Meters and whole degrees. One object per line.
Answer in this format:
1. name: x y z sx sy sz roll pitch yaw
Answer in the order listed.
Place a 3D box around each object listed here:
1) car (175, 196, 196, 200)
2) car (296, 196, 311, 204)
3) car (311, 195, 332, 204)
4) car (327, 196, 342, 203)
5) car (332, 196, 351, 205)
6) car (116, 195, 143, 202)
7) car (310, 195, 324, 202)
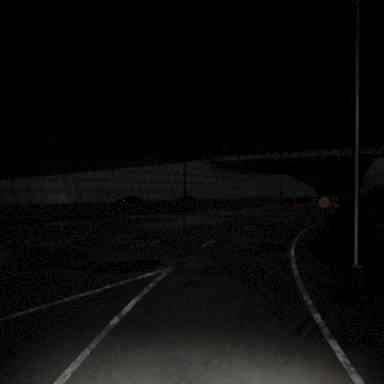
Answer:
1. car: -1.287 1.418 67.737 2.033 1.411 5.357 0 0 34
2. car: 21.370 1.527 63.676 2.128 1.511 4.902 0 0 34
3. car: 24.261 1.600 61.703 2.033 1.411 5.357 0 0 34
4. car: 30.135 1.501 70.309 1.994 1.385 4.181 0 0 34
5. car: 27.352 1.428 60.022 2.097 1.767 4.553 0 0 34
6. car: -10.219 1.316 54.752 1.882 1.535 5.008 0 0 35
7. car: 27.245 1.426 72.282 1.837 1.490 4.892 0 0 34
